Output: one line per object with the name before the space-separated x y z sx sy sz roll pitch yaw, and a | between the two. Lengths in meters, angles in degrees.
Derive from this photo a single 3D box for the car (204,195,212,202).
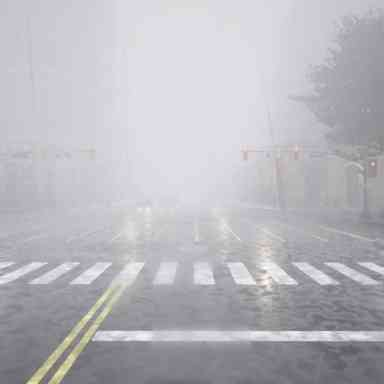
car | 3.691 1.525 78.514 2.128 1.511 4.902 0 0 1

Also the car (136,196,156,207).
car | -7.084 1.564 49.767 1.994 1.385 4.181 0 0 0

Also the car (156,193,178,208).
car | -3.587 1.352 48.972 2.097 1.767 4.553 0 0 0

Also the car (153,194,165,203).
car | -6.892 1.355 70.736 2.097 1.767 4.553 0 0 1

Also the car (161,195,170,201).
car | -6.740 1.489 85.158 1.994 1.385 4.181 0 0 1

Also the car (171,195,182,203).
car | -3.366 1.525 73.174 2.128 1.511 4.902 0 0 1

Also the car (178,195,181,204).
car | -3.532 1.224 62.658 2.150 2.045 5.566 0 0 1

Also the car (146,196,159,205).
car | -7.054 1.526 60.309 1.812 1.442 4.674 0 0 1
